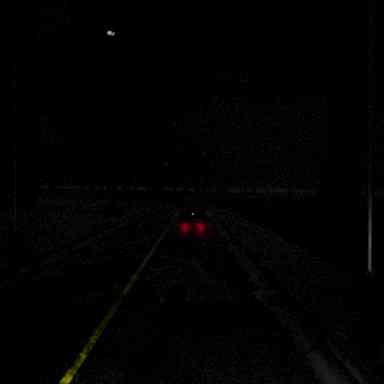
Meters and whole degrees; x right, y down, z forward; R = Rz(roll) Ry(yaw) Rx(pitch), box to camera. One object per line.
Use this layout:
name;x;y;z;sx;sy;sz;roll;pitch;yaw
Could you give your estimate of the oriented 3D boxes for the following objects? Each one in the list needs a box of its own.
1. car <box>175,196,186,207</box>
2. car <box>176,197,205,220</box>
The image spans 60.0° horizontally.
car;-1.072;1.335;44.727;1.882;1.535;5.008;0;0;-11
car;0.063;1.439;27.453;2.128;1.511;4.902;0;0;0
